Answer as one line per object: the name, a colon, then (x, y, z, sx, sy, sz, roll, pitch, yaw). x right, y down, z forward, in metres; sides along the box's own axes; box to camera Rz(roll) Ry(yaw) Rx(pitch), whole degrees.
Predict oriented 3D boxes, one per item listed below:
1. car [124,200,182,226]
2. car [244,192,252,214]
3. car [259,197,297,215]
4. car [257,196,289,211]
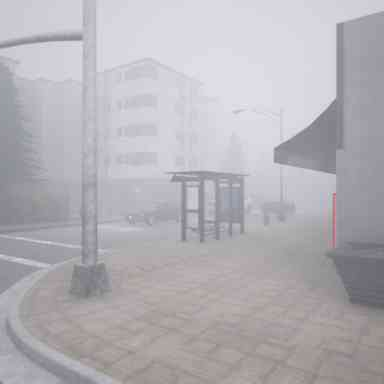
car: (-2.342, 1.324, 22.190, 1.837, 1.490, 4.892, 0, 0, 36)
car: (3.544, 1.041, 30.373, 2.150, 2.045, 5.566, 0, 0, 36)
car: (7.971, 1.325, 30.209, 1.837, 1.490, 4.892, 0, 0, 36)
car: (9.488, 1.297, 38.587, 1.882, 1.535, 5.008, 0, 0, 36)
